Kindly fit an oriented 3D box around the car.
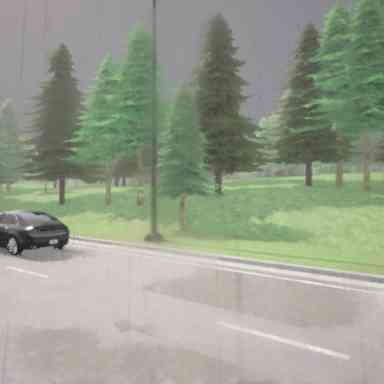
[{"bbox_3d":[-6.795,1.480,13.053,4.892,1.490,1.837,1,0,36],"label":"car"}]
